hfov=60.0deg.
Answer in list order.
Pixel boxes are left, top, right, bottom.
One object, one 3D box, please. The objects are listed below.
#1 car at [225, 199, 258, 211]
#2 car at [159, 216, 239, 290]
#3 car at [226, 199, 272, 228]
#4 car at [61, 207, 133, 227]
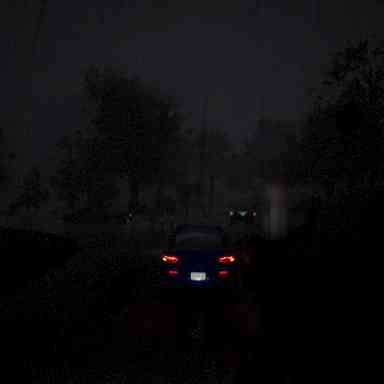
[{"bbox_3d":[6.535,1.733,44.730,1.882,1.535,5.008,1,-1,-27],"label":"car"},{"bbox_3d":[0.203,1.578,9.135,1.812,1.442,4.674,0,0,2],"label":"car"},{"bbox_3d":[4.213,1.485,23.504,2.097,1.767,4.553,0,0,25],"label":"car"},{"bbox_3d":[-6.702,1.737,23.808,4.718,1.301,1.895,0,0,8],"label":"car"}]
